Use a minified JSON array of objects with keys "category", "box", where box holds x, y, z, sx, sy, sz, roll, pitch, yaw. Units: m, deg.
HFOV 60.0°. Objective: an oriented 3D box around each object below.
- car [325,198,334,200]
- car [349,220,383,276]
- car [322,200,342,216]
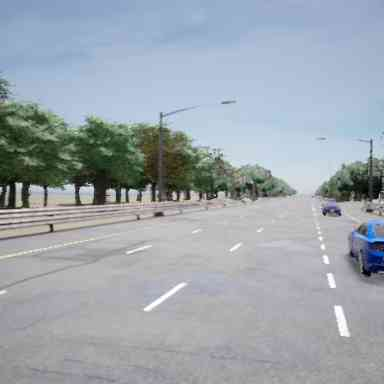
[{"category":"car","box":[23.695,1.965,57.015,2.097,1.767,4.553,1,0,27]},{"category":"car","box":[6.154,1.626,10.449,1.882,1.535,5.008,0,-1,20]},{"category":"car","box":[16.407,1.956,39.133,1.812,1.442,4.674,0,-1,20]}]
